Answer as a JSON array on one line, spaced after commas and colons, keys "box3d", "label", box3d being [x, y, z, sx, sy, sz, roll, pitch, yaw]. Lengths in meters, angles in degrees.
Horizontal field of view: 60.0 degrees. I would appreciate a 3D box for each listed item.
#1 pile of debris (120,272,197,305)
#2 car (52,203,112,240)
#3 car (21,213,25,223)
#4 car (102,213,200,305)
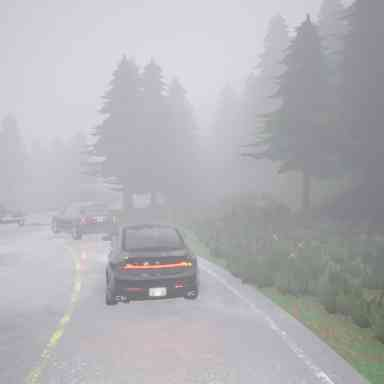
[{"box3d": [-0.853, 2.175, 7.706, 1.500, 0.140, 1.860, 0, 0, -14], "label": "pile of debris"}, {"box3d": [-5.709, 1.352, 17.415, 2.097, 1.767, 4.553, 0, 0, -39], "label": "car"}, {"box3d": [-10.624, 1.210, 17.973, 4.718, 1.301, 1.895, 0, 0, 45], "label": "car"}, {"box3d": [-1.110, 1.504, 8.195, 1.837, 1.490, 4.892, 0, 0, -12], "label": "car"}]
